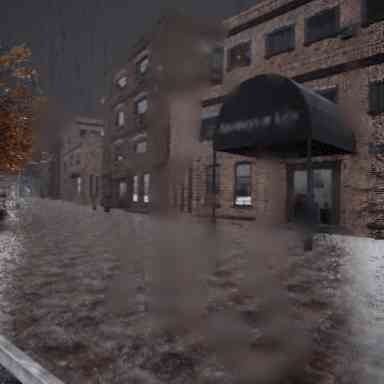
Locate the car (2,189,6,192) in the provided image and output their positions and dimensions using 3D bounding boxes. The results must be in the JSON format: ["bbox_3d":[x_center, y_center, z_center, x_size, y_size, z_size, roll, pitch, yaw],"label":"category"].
[{"bbox_3d":[-21.677,0.875,33.194,5.566,2.045,2.435,2,0,-32],"label":"car"}]

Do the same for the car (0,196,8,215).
[{"bbox_3d":[-17.270,1.233,26.216,4.892,1.521,2.231,2,0,-33],"label":"car"}]

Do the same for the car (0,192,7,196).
[{"bbox_3d":[-18.715,1.073,28.559,4.553,1.767,2.185,2,0,-33],"label":"car"}]

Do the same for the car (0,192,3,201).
[{"bbox_3d":[-35.206,0.702,56.890,4.792,1.488,2.163,2,0,-26],"label":"car"}]

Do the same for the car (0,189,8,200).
[{"bbox_3d":[-37.588,0.343,61.805,5.566,2.045,2.435,2,0,-25],"label":"car"}]

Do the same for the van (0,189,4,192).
[{"bbox_3d":[-20.319,0.932,30.804,4.442,1.987,1.878,2,0,-33],"label":"van"}]
